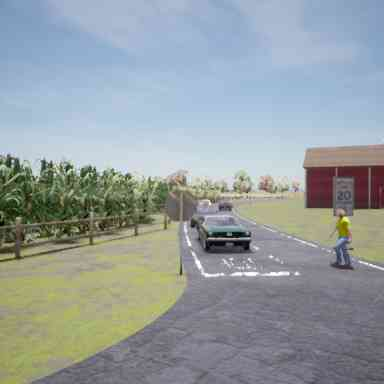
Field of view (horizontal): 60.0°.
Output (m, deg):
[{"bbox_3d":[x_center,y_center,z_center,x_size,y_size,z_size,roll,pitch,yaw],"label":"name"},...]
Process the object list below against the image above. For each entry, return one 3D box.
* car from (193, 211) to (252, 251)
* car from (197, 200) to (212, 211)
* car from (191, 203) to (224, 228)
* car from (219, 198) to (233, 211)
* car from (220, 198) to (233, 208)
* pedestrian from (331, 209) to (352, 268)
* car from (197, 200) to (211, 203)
[{"bbox_3d":[1.291,1.725,14.980,1.895,1.301,4.718,0,-1,-4],"label":"car"},{"bbox_3d":[1.893,1.918,48.737,1.882,1.535,5.008,0,-1,6],"label":"car"},{"bbox_3d":[0.906,1.777,24.039,1.994,1.385,4.181,0,0,-1],"label":"car"},{"bbox_3d":[4.936,1.974,49.509,1.837,1.490,4.892,0,0,6],"label":"car"},{"bbox_3d":[6.308,1.908,59.757,2.097,1.767,4.553,0,0,9],"label":"car"},{"bbox_3d":[4.592,1.385,10.152,0.375,1.860,0.375,-1,0,-5],"label":"pedestrian"},{"bbox_3d":[0.945,1.659,33.820,2.097,1.767,4.553,0,-1,2],"label":"car"}]
